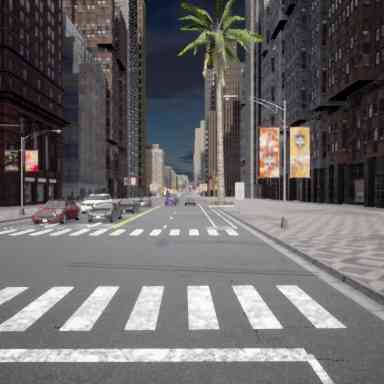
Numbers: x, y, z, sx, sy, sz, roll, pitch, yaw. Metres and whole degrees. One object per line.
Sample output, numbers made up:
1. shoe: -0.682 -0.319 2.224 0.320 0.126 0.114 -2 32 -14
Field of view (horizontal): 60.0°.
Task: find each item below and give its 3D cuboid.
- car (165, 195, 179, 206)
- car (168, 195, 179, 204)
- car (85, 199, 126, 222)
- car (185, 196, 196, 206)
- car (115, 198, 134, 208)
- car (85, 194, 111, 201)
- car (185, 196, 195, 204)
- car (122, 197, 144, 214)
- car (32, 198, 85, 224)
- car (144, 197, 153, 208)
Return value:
1. car: -3.571 1.564 56.537 1.812 1.442 4.674 0 0 0
2. car: -3.628 1.413 66.513 2.097 1.767 4.553 0 0 0
3. car: -6.741 1.531 26.194 1.812 1.442 4.674 0 0 0
4. car: -0.319 1.585 56.139 2.033 1.411 5.357 0 0 0
5. car: -10.113 1.628 49.930 1.895 1.301 4.718 0 0 0
6. car: -10.048 1.229 35.458 2.150 2.045 5.566 0 0 0
7. car: -0.378 1.538 66.561 1.882 1.535 5.008 0 0 0
8. car: -6.800 1.558 35.865 2.033 1.411 5.357 0 0 0
9. car: -9.986 1.357 24.785 2.097 1.767 4.553 0 0 0
10. car: -6.854 1.513 48.203 2.128 1.511 4.902 0 0 0
